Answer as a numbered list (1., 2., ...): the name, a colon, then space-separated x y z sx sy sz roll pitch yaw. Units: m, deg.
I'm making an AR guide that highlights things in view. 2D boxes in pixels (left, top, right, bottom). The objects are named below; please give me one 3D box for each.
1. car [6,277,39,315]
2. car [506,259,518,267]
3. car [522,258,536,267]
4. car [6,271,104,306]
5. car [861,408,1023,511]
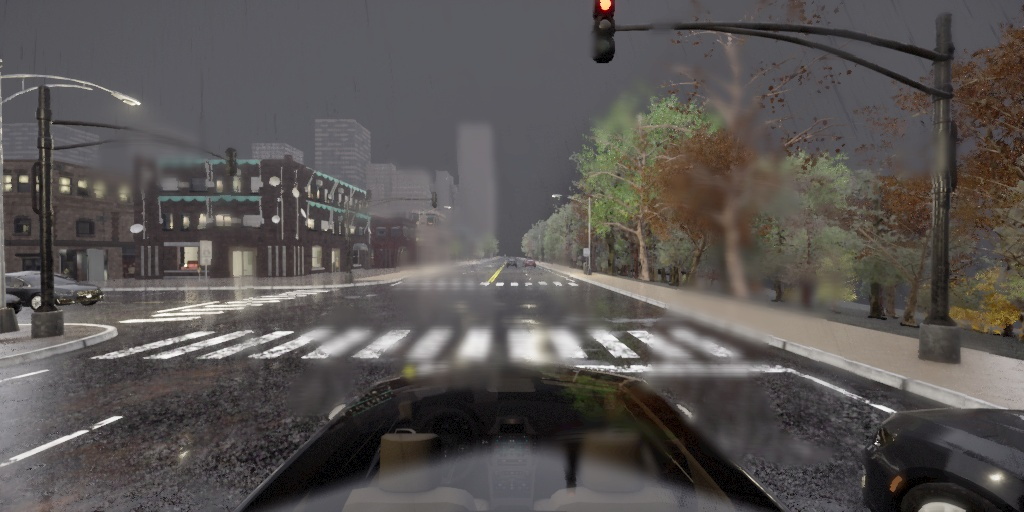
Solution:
1. car: -19.972 1.565 12.443 4.313 1.339 1.948 0 0 0
2. car: -0.044 1.230 63.072 1.837 1.490 4.892 0 0 0
3. car: 3.207 1.252 63.382 1.812 1.442 4.674 0 0 0
4. car: -20.314 1.480 15.147 4.892 1.490 1.837 -1 1 0
5. car: 3.353 1.255 0.450 1.837 1.490 4.892 0 0 0
